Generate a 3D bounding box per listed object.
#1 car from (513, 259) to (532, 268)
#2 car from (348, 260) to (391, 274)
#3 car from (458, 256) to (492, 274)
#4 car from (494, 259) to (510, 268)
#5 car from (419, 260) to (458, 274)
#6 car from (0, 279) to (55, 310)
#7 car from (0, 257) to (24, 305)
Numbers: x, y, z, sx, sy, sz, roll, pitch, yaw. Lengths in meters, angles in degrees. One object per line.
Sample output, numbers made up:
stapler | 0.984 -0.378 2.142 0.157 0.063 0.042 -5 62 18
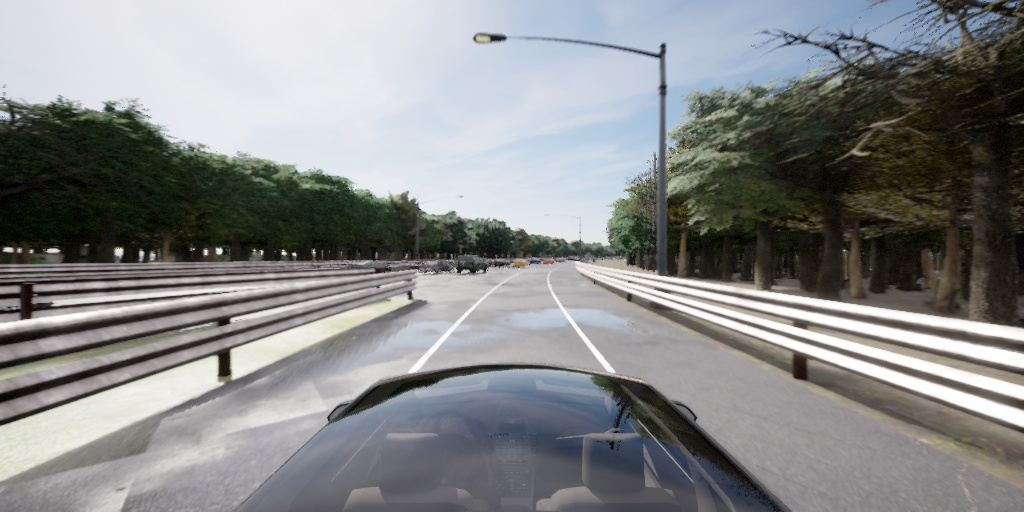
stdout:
car | 1.625 1.305 63.854 1.882 1.535 5.008 0 0 16
car | -13.793 1.166 34.947 2.128 1.511 4.902 1 0 16
car | -4.603 0.972 41.751 2.150 2.045 5.566 0 0 16
car | -1.759 1.291 64.754 1.882 1.535 5.008 0 0 16
car | -8.528 1.275 40.730 2.033 1.411 5.357 0 0 16
car | -14.106 1.091 8.043 1.837 1.490 4.892 0 0 16
car | -20.316 0.921 11.812 2.097 1.767 4.553 0 0 16
